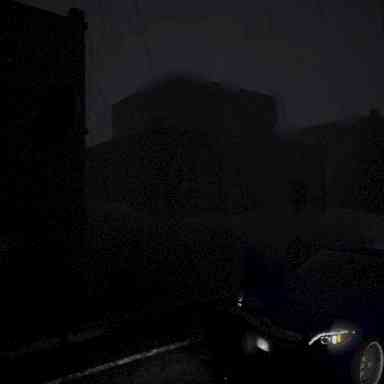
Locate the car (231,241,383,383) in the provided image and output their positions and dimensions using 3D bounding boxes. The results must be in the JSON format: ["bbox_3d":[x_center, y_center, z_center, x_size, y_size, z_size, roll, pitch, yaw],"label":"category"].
[{"bbox_3d":[2.746,1.578,5.325,4.674,1.442,1.812,1,-1,-35],"label":"car"}]
